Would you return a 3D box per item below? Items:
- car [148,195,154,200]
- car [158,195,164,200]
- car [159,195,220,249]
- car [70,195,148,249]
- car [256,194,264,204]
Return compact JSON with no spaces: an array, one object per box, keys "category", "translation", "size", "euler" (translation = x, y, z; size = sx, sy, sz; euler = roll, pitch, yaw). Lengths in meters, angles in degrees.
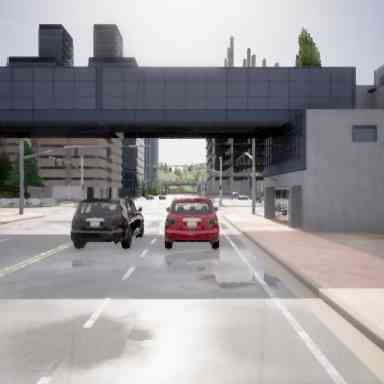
[{"category":"car","translation":[-11.618,1.470,91.155],"size":[1.882,1.535,5.008],"euler":[0,0,0]},{"category":"car","translation":[-8.118,1.588,91.149],"size":[1.895,1.301,4.718],"euler":[0,0,0]},{"category":"car","translation":[0.000,1.256,14.680],"size":[2.150,2.045,5.566],"euler":[0,0,0]},{"category":"car","translation":[-3.500,1.256,14.680],"size":[2.150,2.045,5.566],"euler":[0,0,0]},{"category":"car","translation":[13.132,1.151,61.628],"size":[1.932,1.855,4.605],"euler":[0,0,0]}]
